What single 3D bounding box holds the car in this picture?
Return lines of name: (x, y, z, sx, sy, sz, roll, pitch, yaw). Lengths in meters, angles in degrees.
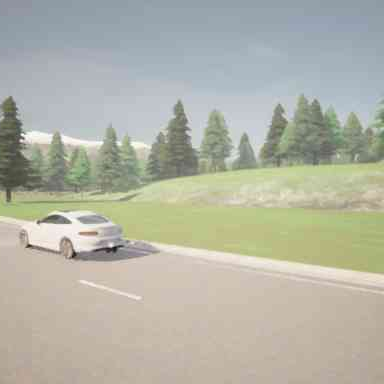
car: (-4.312, 1.365, 11.773, 4.674, 1.442, 1.812, 1, 1, 39)
